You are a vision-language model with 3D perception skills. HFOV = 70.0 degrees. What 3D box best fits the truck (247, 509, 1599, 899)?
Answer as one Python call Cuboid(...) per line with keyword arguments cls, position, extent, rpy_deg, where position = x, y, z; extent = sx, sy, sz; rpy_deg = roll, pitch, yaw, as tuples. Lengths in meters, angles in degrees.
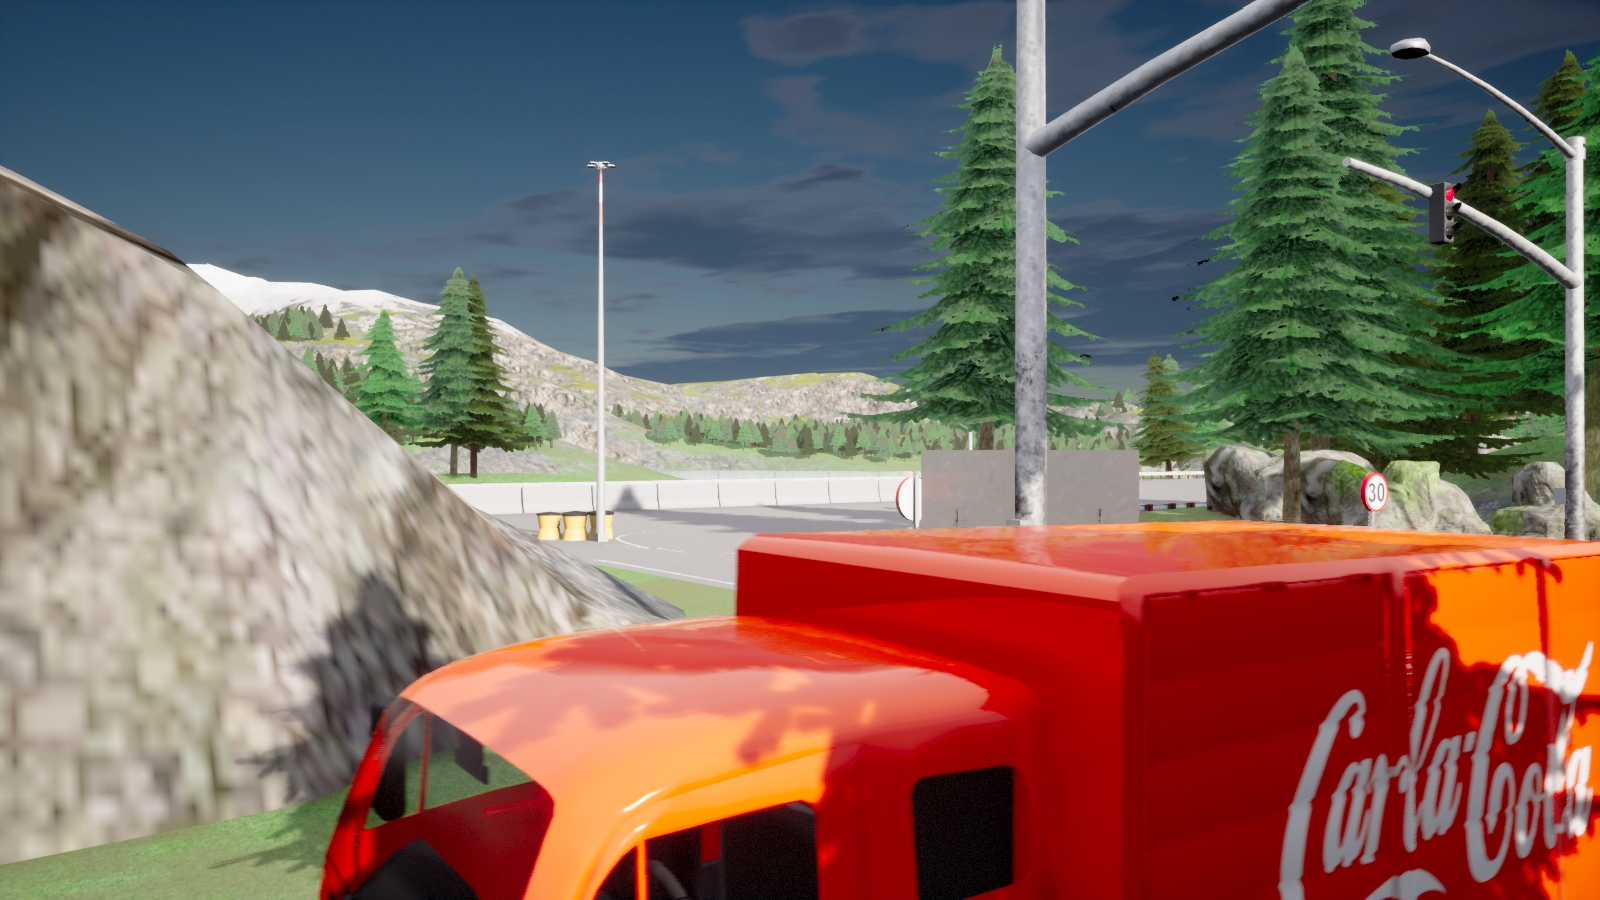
Cuboid(cls="truck", position=(0.937, 1.570, 4.416), extent=(5.204, 2.467, 2.627), rpy_deg=(1, 0, -34))
